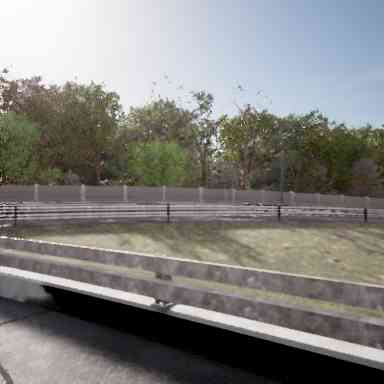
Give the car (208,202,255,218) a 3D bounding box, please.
[{"bbox_3d":[4.017,1.799,34.013,5.008,1.535,1.882,2,-1,-22],"label":"car"}]
